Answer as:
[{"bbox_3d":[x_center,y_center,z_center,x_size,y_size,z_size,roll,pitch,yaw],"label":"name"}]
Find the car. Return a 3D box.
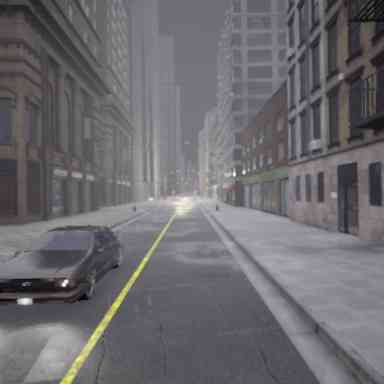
[{"bbox_3d":[-3.053,1.602,8.682,2.033,1.411,5.357,-1,0,0],"label":"car"}]
